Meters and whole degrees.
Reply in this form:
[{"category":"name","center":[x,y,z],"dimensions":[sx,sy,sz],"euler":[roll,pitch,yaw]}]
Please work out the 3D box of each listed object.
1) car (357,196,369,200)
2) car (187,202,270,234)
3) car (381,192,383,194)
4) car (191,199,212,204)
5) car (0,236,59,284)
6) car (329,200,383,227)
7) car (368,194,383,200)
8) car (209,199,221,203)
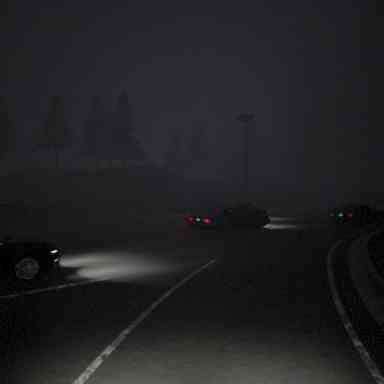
[{"category":"car","center":[30.599,1.463,57.861],"dimensions":[5.357,1.411,2.033],"euler":[0,0,-41]},{"category":"car","center":[2.207,1.520,19.238],"dimensions":[5.357,1.411,2.033],"euler":[0,0,-41]},{"category":"car","center":[38.496,0.963,64.703],"dimensions":[5.566,2.045,2.150],"euler":[0,0,-41]},{"category":"car","center":[1.956,1.445,32.912],"dimensions":[4.902,1.511,2.128],"euler":[0,0,-41]},{"category":"car","center":[-5.693,1.497,7.759],"dimensions":[4.892,1.490,1.837],"euler":[-1,1,-41]},{"category":"car","center":[11.420,1.514,22.752],"dimensions":[5.357,1.411,2.033],"euler":[0,0,-40]},{"category":"car","center":[25.731,1.440,44.250],"dimensions":[4.892,1.490,1.837],"euler":[0,0,-41]},{"category":"car","center":[3.797,1.490,25.245],"dimensions":[4.674,1.442,1.812],"euler":[0,0,-41]}]
